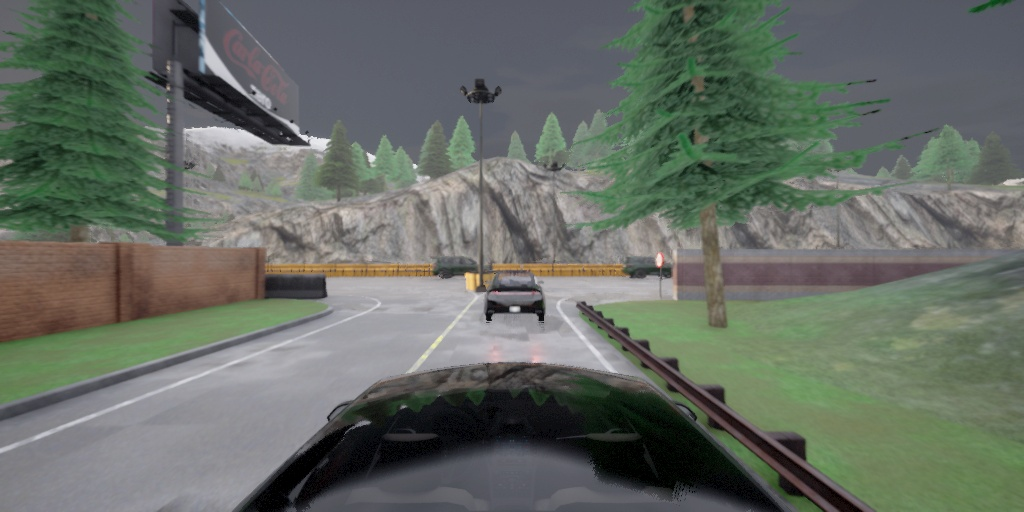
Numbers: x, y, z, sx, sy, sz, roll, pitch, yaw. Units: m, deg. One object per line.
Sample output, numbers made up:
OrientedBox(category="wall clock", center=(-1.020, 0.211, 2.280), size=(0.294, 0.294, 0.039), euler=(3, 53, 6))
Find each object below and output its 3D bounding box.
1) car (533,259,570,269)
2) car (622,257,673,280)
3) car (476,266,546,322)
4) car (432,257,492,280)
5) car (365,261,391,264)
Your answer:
OrientedBox(category="car", center=(5.826, 1.419, 50.143), size=(4.892, 1.490, 1.837), euler=(0, 0, -1))
OrientedBox(category="car", center=(12.865, 1.079, 32.557), size=(5.566, 2.045, 2.150), euler=(1, 0, -1))
OrientedBox(category="car", center=(0.097, 1.273, 12.381), size=(2.128, 1.511, 4.902), euler=(0, 0, 0))
OrientedBox(category="car", center=(-4.358, 1.082, 32.286), size=(5.566, 2.045, 2.150), euler=(0, 0, -1))
OrientedBox(category="car", center=(-16.834, 1.418, 42.801), size=(4.674, 1.442, 1.812), euler=(0, 0, -1))
